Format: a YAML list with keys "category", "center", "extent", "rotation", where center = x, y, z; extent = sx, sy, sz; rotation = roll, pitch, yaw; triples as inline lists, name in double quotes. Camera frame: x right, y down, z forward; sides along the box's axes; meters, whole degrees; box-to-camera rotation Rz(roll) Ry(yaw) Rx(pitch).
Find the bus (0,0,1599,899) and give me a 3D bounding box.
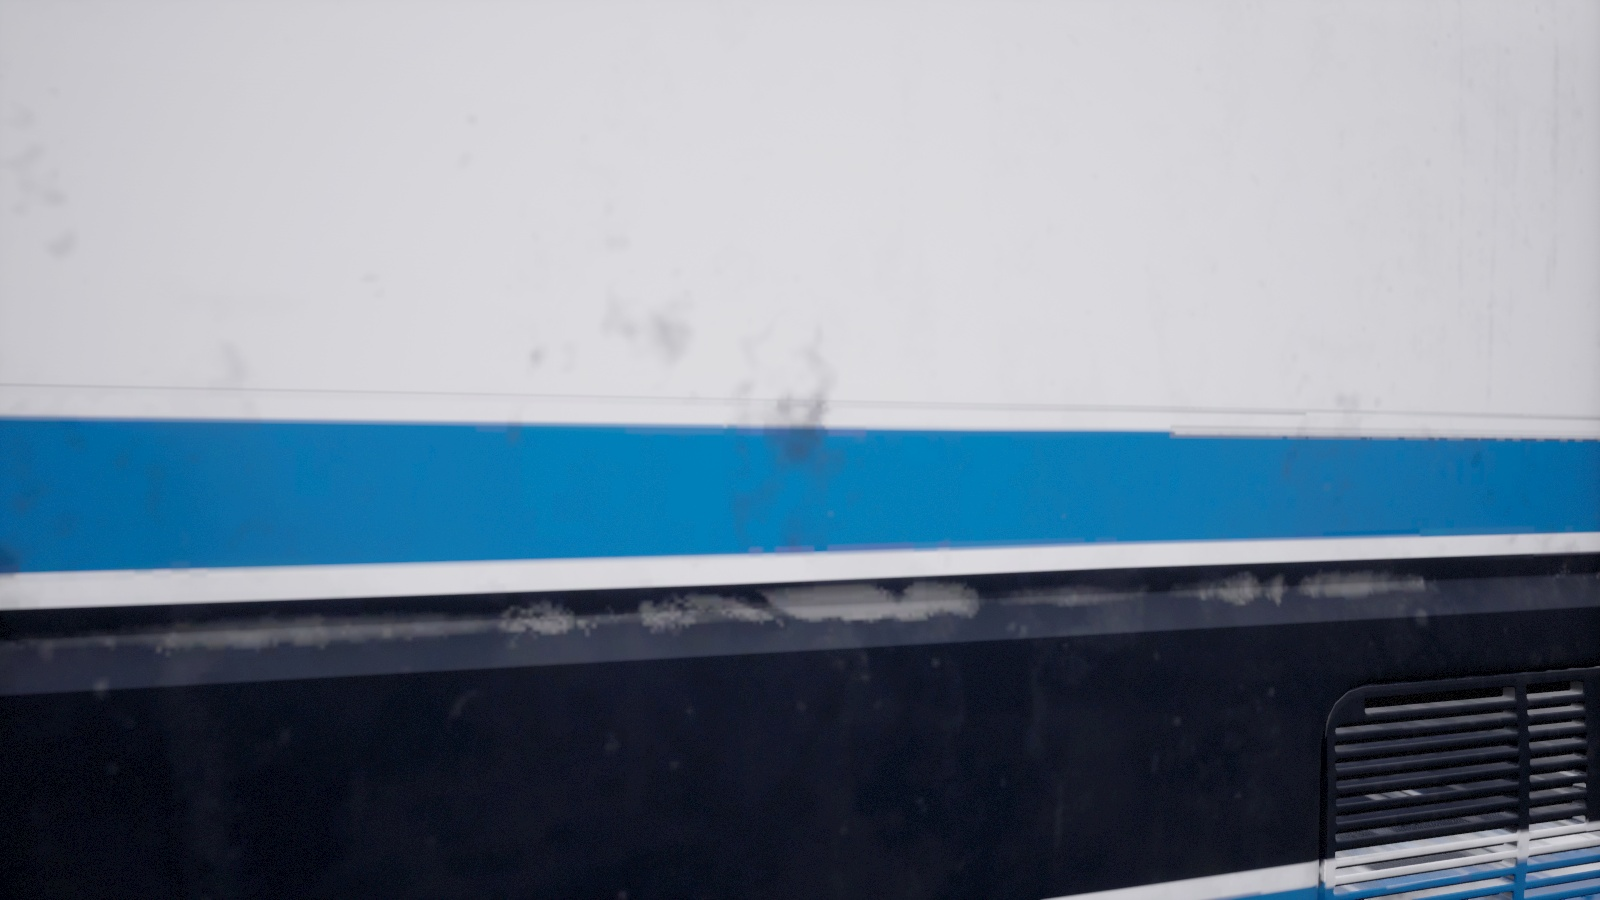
- category: "bus"
  center: [0.063, -0.632, 3.246]
  extent: [10.273, 4.253, 3.944]
  rotation: [-1, 1, -21]
